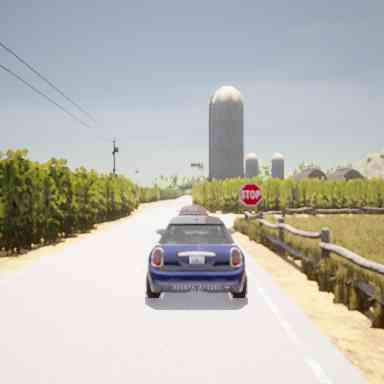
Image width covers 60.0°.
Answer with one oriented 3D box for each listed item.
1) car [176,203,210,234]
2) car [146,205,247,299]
[{"bbox_3d":[0.055,1.567,20.958,1.882,1.535,5.008,0,0,0],"label":"car"},{"bbox_3d":[0.097,1.389,8.738,2.097,1.767,4.553,0,0,0],"label":"car"}]
